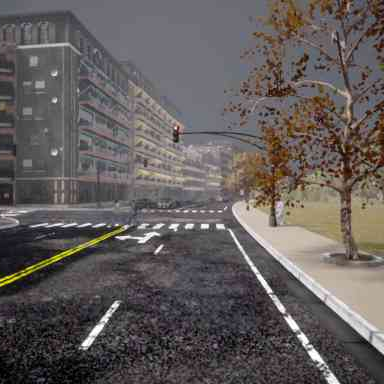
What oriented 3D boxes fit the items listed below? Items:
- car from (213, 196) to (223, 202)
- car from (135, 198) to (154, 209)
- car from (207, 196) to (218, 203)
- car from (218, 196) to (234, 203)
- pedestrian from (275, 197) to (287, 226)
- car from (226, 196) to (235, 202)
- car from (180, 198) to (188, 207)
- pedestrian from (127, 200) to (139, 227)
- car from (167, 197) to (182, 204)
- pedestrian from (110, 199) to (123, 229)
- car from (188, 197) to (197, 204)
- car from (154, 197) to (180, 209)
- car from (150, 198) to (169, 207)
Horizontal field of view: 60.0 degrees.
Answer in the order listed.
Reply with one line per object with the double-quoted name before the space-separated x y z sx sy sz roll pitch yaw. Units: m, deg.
"car" 6.784 1.811 87.859 1.882 1.535 5.008 0 0 13
"car" -6.760 1.628 47.288 1.837 1.490 4.892 0 0 7
"car" 4.666 1.830 77.716 2.128 1.511 4.902 0 0 11
"car" 7.864 1.844 77.134 2.033 1.411 5.357 0 0 11
"pedestrian" 5.402 1.165 20.350 0.375 1.860 0.375 0 0 3
"car" 10.052 1.864 87.570 1.812 1.442 4.674 0 0 13
"car" -2.357 1.773 55.946 1.895 1.301 4.718 0 0 9
"pedestrian" -3.822 1.321 21.478 0.375 1.860 0.375 0 0 3
"car" -3.516 1.793 69.182 2.033 1.411 5.357 0 0 10
"pedestrian" -4.601 1.319 20.317 0.375 1.860 0.375 0 0 3
"car" -0.172 1.797 69.437 2.033 1.411 5.357 0 0 10
"car" -3.524 1.475 46.970 2.097 1.767 4.553 0 0 7
"car" -5.485 1.724 56.979 2.033 1.411 5.357 0 0 8
